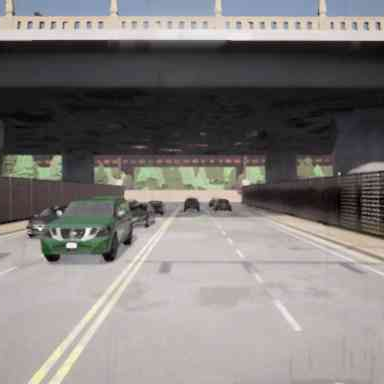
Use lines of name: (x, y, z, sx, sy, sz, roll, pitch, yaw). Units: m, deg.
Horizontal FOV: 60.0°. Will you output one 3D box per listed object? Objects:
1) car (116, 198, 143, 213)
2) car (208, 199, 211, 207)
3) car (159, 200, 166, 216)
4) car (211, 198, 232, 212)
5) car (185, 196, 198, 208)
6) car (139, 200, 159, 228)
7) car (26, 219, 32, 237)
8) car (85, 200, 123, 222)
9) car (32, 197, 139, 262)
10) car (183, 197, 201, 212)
car: (-7.065, 1.492, 38.114, 2.033, 1.411, 5.357, 0, 0, 1)
car: (3.481, 1.494, 48.886, 1.994, 1.385, 4.181, 0, 0, 0)
car: (-3.600, 1.505, 32.825, 2.033, 1.411, 5.357, 0, 0, 0)
car: (3.482, 1.477, 38.315, 1.812, 1.442, 4.674, 0, 0, 0)
car: (-0.020, 1.434, 48.760, 1.837, 1.490, 4.892, 0, 0, 0)
car: (-3.589, 1.483, 22.370, 1.837, 1.490, 4.892, 0, 0, 0)
car: (-7.099, 1.489, 17.995, 1.837, 1.490, 4.892, 0, 0, 0)
car: (-7.101, 1.470, 27.461, 1.837, 1.490, 4.892, 0, 0, 0)
car: (-3.598, 1.219, 12.557, 2.150, 2.045, 5.566, 0, 0, -1)
car: (-0.018, 1.454, 37.938, 1.837, 1.490, 4.892, 0, 0, 0)
